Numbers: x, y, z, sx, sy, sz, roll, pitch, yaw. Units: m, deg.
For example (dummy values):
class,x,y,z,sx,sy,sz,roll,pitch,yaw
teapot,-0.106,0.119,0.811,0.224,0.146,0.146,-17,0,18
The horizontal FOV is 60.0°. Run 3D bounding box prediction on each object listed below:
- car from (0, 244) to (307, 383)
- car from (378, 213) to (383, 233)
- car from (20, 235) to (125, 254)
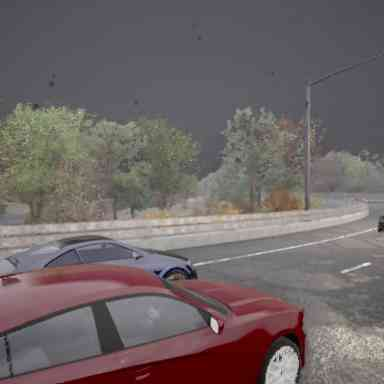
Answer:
class,x,y,z,sx,sy,sz,roll,pitch,yaw
car,-0.878,1.500,3.315,5.008,1.535,1.882,1,-1,-37
car,13.264,1.783,21.120,1.837,1.490,4.892,0,0,42
car,-1.921,1.610,6.915,4.181,1.385,1.994,1,-1,-37
